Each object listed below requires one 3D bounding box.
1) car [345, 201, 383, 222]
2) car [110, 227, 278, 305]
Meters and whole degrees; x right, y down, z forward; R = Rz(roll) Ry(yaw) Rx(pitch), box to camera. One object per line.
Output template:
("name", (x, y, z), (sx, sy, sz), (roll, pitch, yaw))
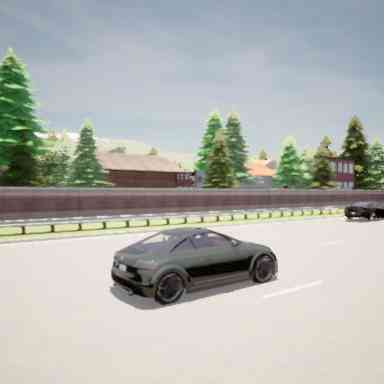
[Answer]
("car", (14.360, 1.480, 26.883), (5.008, 1.535, 1.882), (0, 0, -35))
("car", (0.167, 1.564, 8.164), (4.181, 1.385, 1.994), (0, 0, -35))
